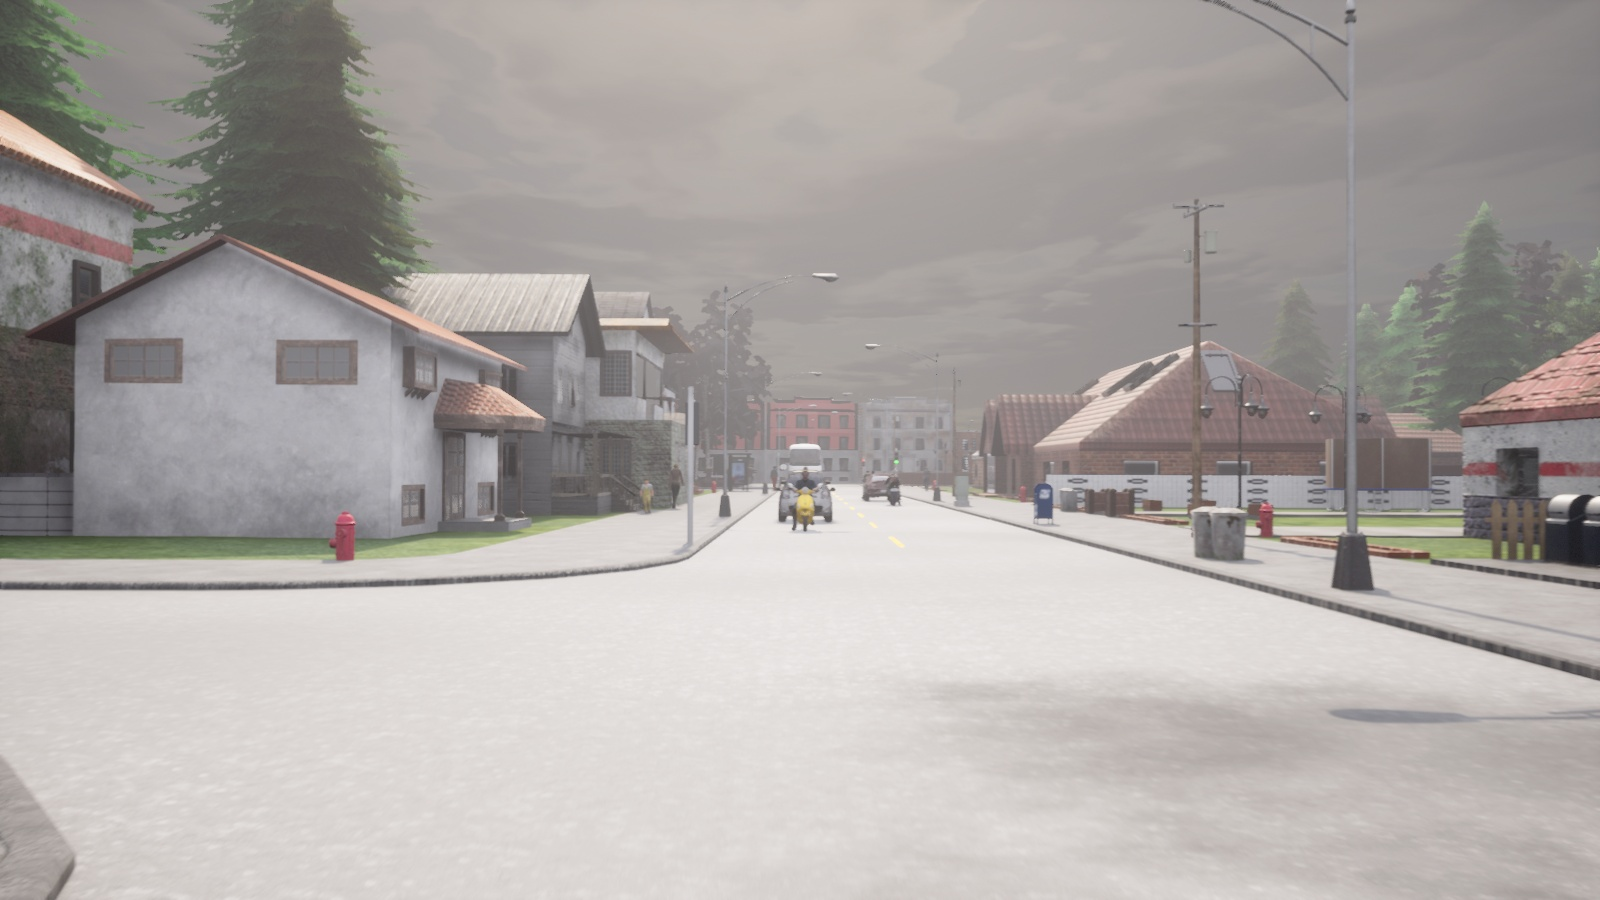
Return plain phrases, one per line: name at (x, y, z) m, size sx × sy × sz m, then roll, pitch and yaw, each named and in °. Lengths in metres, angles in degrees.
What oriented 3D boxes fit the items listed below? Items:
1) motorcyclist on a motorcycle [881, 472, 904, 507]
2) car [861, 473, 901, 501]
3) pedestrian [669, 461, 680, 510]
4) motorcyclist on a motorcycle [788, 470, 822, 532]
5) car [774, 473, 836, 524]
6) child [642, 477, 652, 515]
motorcyclist on a motorcycle at (4.239, 1.797, 57.590) m, size 0.866 × 1.530 × 2.191 m, roll 0°, pitch -1°, yaw 0°
car at (4.277, 1.939, 66.671) m, size 1.812 × 1.442 × 4.674 m, roll 0°, pitch -1°, yaw 0°
pedestrian at (-4.797, 1.346, 47.907) m, size 0.331 × 1.846 × 0.634 m, roll 0°, pitch -1°, yaw 2°
motorcyclist on a motorcycle at (0.128, 1.320, 33.009) m, size 0.866 × 1.590 × 1.817 m, roll 0°, pitch -1°, yaw 0°
car at (0.161, 1.486, 39.291) m, size 1.845 × 1.501 × 3.633 m, roll 0°, pitch -1°, yaw 0°
child at (-5.146, 1.533, 42.246) m, size 0.270 × 1.263 × 0.437 m, roll 0°, pitch -1°, yaw -2°
